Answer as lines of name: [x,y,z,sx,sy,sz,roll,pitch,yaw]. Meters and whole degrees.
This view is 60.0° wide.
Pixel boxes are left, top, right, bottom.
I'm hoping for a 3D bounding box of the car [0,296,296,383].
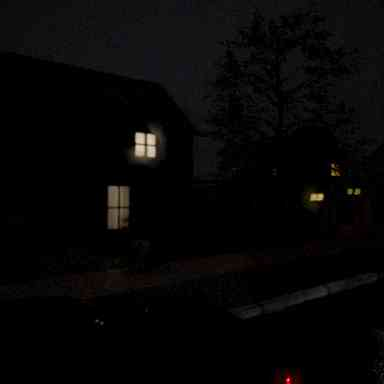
car: [-1.652,1.536,1.972,5.357,1.411,2.033,0,0,-33]
